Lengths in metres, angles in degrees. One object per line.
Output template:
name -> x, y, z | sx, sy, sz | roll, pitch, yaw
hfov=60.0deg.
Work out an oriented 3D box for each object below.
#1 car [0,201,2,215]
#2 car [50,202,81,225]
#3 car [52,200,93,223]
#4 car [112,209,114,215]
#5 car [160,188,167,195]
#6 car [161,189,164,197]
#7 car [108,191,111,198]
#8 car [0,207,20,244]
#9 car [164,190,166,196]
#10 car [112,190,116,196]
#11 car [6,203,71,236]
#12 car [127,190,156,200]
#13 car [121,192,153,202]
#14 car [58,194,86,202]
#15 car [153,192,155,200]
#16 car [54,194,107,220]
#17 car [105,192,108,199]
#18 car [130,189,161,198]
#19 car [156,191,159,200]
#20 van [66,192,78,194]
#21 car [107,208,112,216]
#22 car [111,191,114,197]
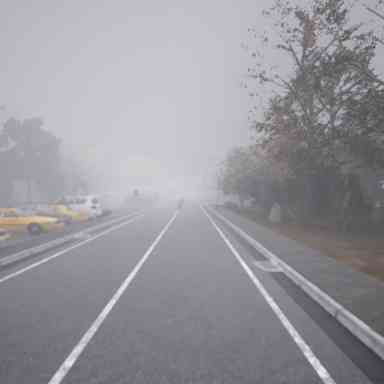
car -> -23.181, 1.699, 35.189 | 5.008, 1.535, 2.097 | 0, 0, 0
car -> -10.164, 1.588, 21.389 | 4.892, 1.521, 2.231 | 0, 0, 0
car -> -10.332, 1.607, 24.166 | 5.366, 1.575, 1.946 | 0, 0, 0
car -> -10.087, 1.709, 32.493 | 4.792, 1.488, 2.163 | 0, 0, 0
car -> -10.160, 0.618, 92.957 | 4.553, 1.767, 2.185 | 0, 2, 0
car -> -10.136, 0.837, 84.598 | 4.553, 1.767, 2.185 | 0, 1, 0
car -> -23.255, 1.019, 81.689 | 5.008, 1.535, 2.097 | 0, 1, 0
car -> -10.003, 1.517, 12.939 | 5.366, 1.575, 1.946 | 0, 0, 0
car -> -10.171, 0.854, 90.175 | 4.792, 1.488, 2.163 | 0, 2, 0
car -> -23.229, 0.898, 87.396 | 4.892, 1.521, 2.231 | 0, 1, 0
car -> -9.982, 1.561, 18.612 | 5.366, 1.575, 1.946 | 0, 0, 0
car -> -10.275, 1.019, 67.879 | 4.553, 1.767, 2.185 | 0, 0, 0
car -> -10.240, 1.170, 62.309 | 4.792, 1.488, 2.163 | 0, 0, 0
car -> -23.339, 1.180, 64.959 | 4.674, 1.452, 2.002 | 0, 0, 0
car -> -10.285, 1.172, 65.093 | 4.792, 1.488, 2.163 | 0, 0, 0
car -> -10.165, 1.382, 26.943 | 5.566, 2.045, 2.435 | 0, 0, 0
car -> -23.244, 1.096, 78.899 | 4.792, 1.488, 2.163 | 0, 1, 0
car -> -10.247, 0.873, 73.450 | 5.566, 2.045, 2.435 | 0, 0, 0
car -> -10.226, 1.139, 70.658 | 5.008, 1.535, 2.097 | 0, 0, 0
van -> -23.222, 0.914, 62.285 | 4.442, 1.987, 1.878 | 1, 0, 0
car -> -10.132, 1.656, 29.717 | 5.008, 1.535, 2.097 | 0, 0, 0
car -> -23.243, 0.964, 84.479 | 5.008, 1.535, 2.097 | 0, 1, 0
